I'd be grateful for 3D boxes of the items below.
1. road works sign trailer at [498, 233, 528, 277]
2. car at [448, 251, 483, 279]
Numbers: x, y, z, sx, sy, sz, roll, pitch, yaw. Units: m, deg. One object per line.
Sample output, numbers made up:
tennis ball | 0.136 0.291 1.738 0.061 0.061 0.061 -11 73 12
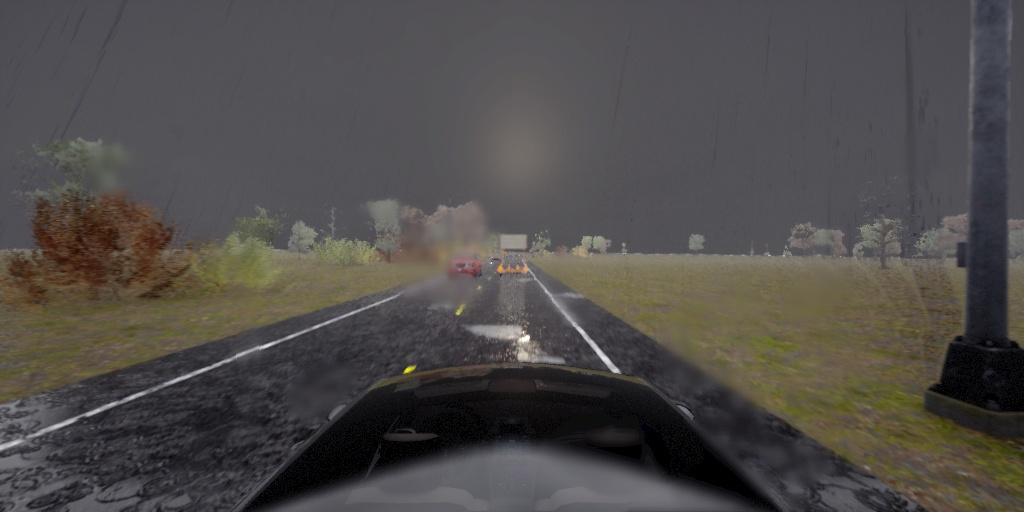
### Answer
road works sign trailer | 0.098 -0.124 29.639 2.380 3.560 2.880 0 0 0
car | -3.519 0.653 27.893 2.150 2.045 5.566 0 1 0
